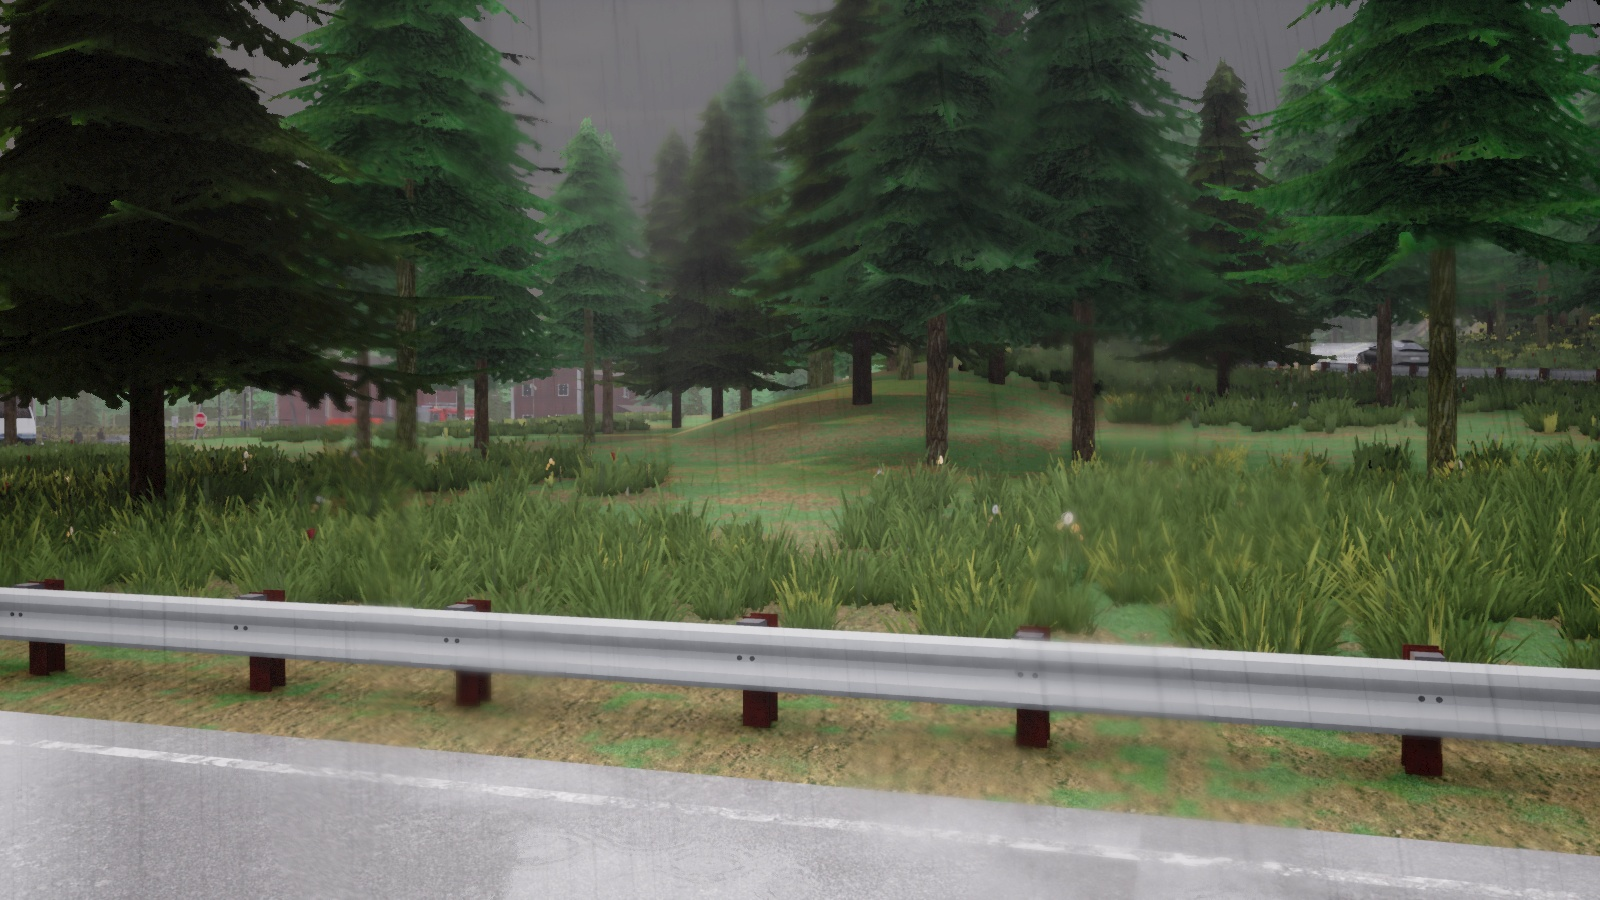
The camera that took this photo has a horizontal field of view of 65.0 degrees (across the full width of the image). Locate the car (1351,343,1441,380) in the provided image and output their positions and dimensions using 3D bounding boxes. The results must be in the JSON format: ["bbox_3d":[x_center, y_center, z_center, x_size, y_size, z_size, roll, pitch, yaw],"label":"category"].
[{"bbox_3d":[24.980,-3.757,52.800,1.994,1.385,4.181,0,6,4],"label":"car"}]

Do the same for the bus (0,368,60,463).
[{"bbox_3d":[-38.288,-1.546,54.879,3.944,4.253,10.273,1,1,17],"label":"bus"}]

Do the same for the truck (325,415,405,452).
[{"bbox_3d":[-29.735,-1.125,86.076,2.627,2.467,5.204,-1,1,15],"label":"truck"}]
